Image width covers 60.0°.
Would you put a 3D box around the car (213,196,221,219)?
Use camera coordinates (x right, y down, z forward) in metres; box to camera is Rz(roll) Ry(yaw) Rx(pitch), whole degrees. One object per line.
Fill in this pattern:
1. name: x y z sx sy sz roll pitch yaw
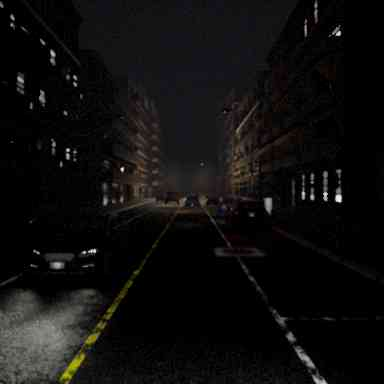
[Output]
1. car: 3.119 1.145 26.467 2.097 1.767 4.553 0 0 0

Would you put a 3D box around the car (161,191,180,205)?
1. car: -3.068 0.819 51.163 2.150 2.045 5.566 0 0 0

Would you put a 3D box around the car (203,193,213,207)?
1. car: 2.702 1.203 44.318 2.008 1.369 4.403 0 0 0

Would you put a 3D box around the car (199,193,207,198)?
1. car: 2.711 0.920 83.771 1.802 1.307 4.206 0 0 0

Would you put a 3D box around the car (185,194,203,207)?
1. car: 0.066 1.266 42.645 1.895 1.301 4.718 0 0 0

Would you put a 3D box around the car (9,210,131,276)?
1. car: -3.098 1.411 10.106 2.128 1.511 4.902 0 0 0

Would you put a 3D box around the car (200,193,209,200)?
1. car: 2.708 0.994 72.498 1.947 1.339 4.313 0 0 0

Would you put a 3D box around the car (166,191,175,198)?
1. car: -5.668 0.607 89.411 2.192 1.841 5.009 0 0 0

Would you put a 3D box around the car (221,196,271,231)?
1. car: 3.116 1.200 19.467 2.097 1.767 4.553 0 0 0

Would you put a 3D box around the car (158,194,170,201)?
1. car: -5.674 1.023 66.868 2.008 1.369 4.403 0 0 0

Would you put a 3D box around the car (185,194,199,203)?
1. car: 0.034 1.049 56.176 2.128 1.511 4.902 0 0 1

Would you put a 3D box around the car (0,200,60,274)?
1. car: -5.686 1.232 10.506 2.192 1.841 5.009 0 0 0

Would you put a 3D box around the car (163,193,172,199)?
1. car: -5.671 0.927 78.140 1.887 1.381 4.507 0 0 0

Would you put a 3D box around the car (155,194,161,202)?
1. car: -5.675 1.068 61.232 2.008 1.369 4.403 0 0 0
